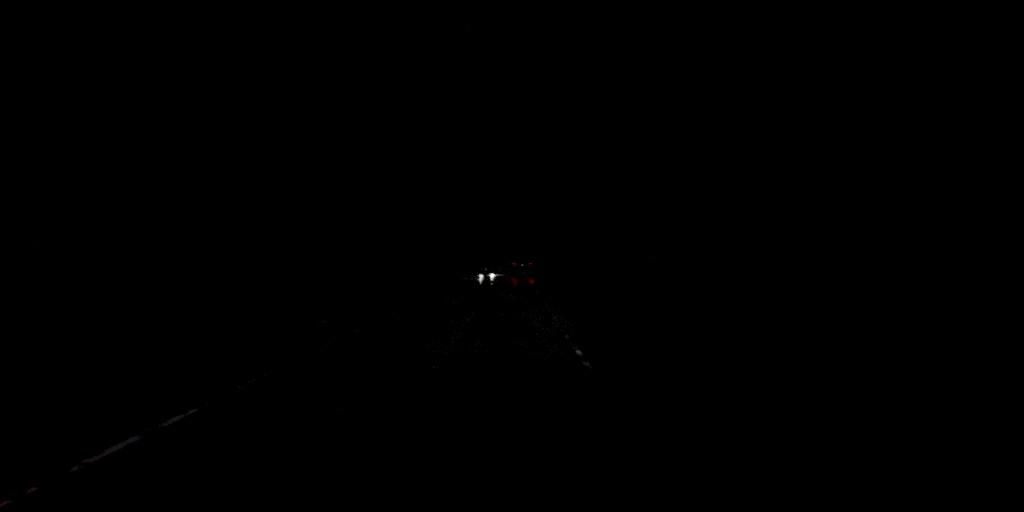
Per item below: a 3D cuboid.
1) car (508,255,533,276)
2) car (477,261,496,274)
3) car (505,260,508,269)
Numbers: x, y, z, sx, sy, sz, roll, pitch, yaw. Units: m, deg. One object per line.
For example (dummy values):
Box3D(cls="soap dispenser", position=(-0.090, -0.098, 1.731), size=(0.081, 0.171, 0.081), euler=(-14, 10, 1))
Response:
Box3D(cls="car", position=(0.971, 0.966, 36.414), size=(2.150, 2.045, 5.566), euler=(0, 0, 0))
Box3D(cls="car", position=(-2.827, 1.304, 40.723), size=(1.994, 1.385, 4.181), euler=(0, 0, 0))
Box3D(cls="car", position=(0.014, 1.209, 55.599), size=(1.882, 1.535, 5.008), euler=(0, 0, 0))
